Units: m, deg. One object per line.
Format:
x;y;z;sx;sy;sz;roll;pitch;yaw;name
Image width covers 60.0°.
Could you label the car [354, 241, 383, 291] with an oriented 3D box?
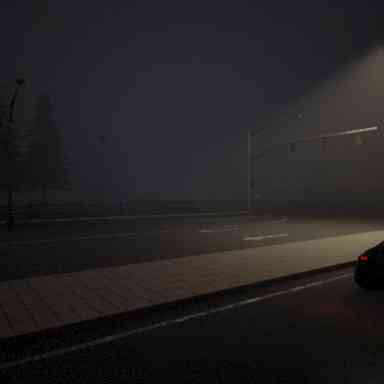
5.710;1.580;7.857;4.181;1.385;1.994;0;0;-35;car
